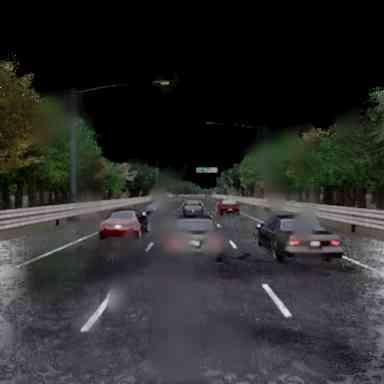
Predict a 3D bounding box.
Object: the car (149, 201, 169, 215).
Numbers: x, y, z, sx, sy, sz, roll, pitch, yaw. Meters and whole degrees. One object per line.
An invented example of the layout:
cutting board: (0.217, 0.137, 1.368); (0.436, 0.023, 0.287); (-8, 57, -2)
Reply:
car: (-3.392, 1.577, 32.846); (1.994, 1.385, 4.181); (0, 0, 0)

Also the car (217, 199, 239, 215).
car: (3.611, 1.491, 33.778); (1.882, 1.535, 5.008); (0, 0, 0)

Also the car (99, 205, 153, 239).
car: (-3.399, 1.571, 17.285); (1.994, 1.385, 4.181); (0, 0, 0)

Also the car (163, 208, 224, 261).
car: (0.092, 1.553, 12.221); (2.033, 1.411, 5.357); (0, 0, 0)

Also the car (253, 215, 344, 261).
car: (3.591, 1.553, 12.193); (2.033, 1.411, 5.357); (0, 0, 0)

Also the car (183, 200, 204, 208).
car: (0.108, 1.504, 32.211); (2.128, 1.511, 4.902); (0, 0, 0)
